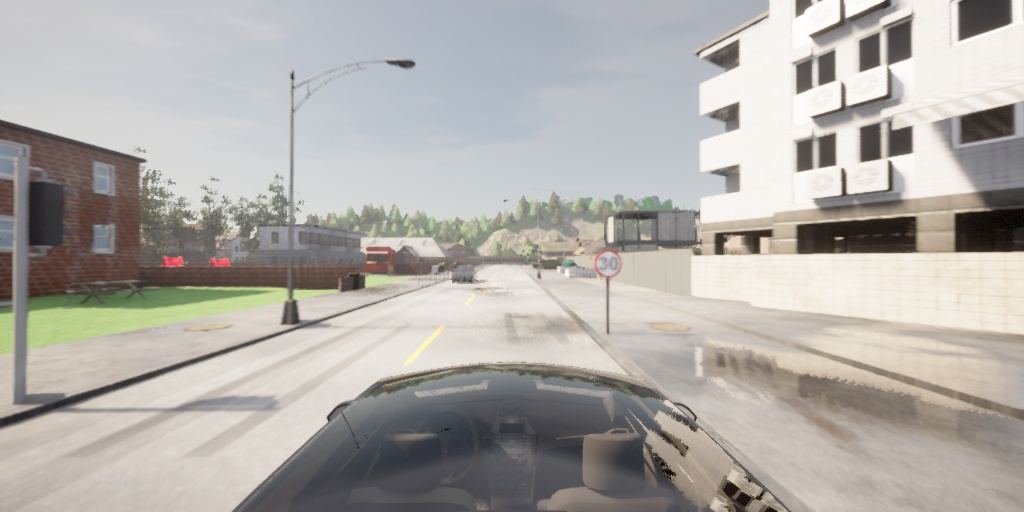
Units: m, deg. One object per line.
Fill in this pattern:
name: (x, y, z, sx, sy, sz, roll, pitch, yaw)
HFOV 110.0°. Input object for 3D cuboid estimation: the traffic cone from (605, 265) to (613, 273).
traffic cone: (15.800, 2.098, 58.560, 0.344, 0.586, 0.344, 0, 0, 0)

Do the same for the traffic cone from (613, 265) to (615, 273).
traffic cone: (16.320, 2.134, 59.280, 0.344, 0.586, 0.344, 0, 0, 0)

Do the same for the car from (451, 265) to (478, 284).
car: (-3.999, 1.592, 30.661, 1.837, 1.490, 4.892, 0, 1, 0)

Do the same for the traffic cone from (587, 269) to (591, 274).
traffic cone: (11.392, 2.037, 53.108, 0.344, 0.586, 0.344, 0, 0, 0)

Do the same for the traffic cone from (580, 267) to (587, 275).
traffic cone: (10.393, 2.051, 52.067, 0.344, 0.586, 0.344, 0, 0, 0)
